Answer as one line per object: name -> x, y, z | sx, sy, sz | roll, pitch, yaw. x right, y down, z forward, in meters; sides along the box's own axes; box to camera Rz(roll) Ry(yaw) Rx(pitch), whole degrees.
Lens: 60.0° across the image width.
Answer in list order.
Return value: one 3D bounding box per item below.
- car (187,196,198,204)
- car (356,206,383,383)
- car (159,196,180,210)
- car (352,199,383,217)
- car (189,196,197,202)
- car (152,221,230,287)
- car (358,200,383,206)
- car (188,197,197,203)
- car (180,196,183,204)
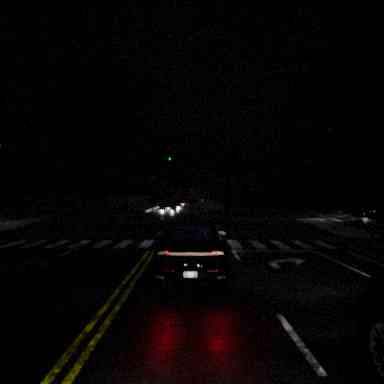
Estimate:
car -> 0.071, 1.611, 63.421 | 1.812, 1.442, 4.674 | 0, 0, 1
car -> 3.251, 1.240, 2.057 | 2.150, 2.045, 5.566 | 0, -1, 0
car -> -3.047, 1.541, 43.140 | 1.994, 1.385, 4.181 | 0, 0, 1
car -> 17.543, 1.427, 30.233 | 5.008, 1.535, 1.882 | 0, 2, 0
car -> 0.321, 1.709, 82.679 | 1.895, 1.301, 4.718 | 0, -1, 1
car -> -0.014, 1.578, 9.581 | 2.128, 1.511, 4.902 | 0, 0, 0
car -> 16.441, 1.530, 26.991 | 4.902, 1.511, 2.128 | 0, 2, 0
car -> 0.200, 1.710, 73.435 | 1.994, 1.385, 4.181 | 0, 0, 1
car -> -2.906, 1.625, 53.374 | 1.895, 1.301, 4.718 | 0, 0, 1
